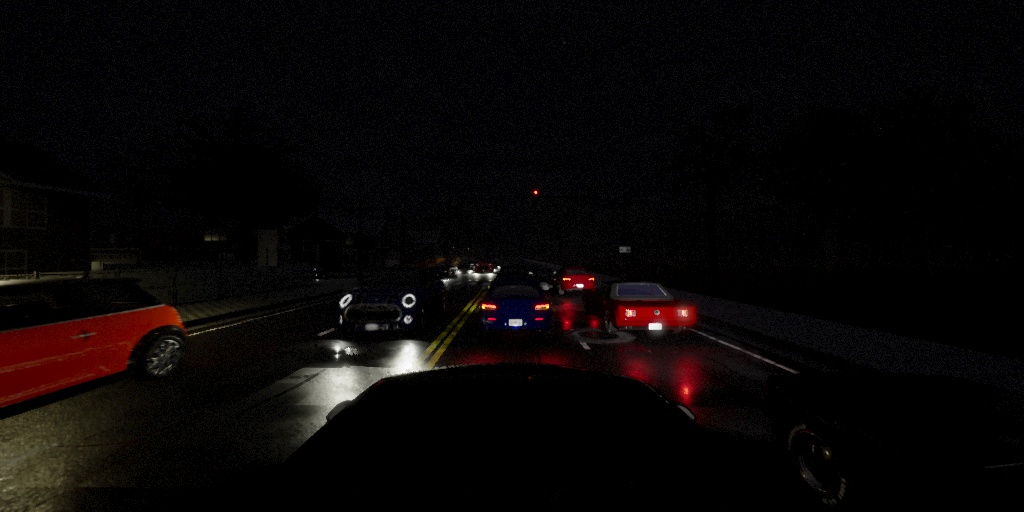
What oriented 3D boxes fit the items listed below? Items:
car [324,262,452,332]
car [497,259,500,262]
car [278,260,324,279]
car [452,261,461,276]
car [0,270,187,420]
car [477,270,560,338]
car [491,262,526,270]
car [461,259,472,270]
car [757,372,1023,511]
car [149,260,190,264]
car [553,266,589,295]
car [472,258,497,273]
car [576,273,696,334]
[{"bbox_3d":[-3.345,1.101,10.794,2.097,1.767,4.553,0,0,0],"label":"car"},{"bbox_3d":[-3.311,1.296,55.361,1.994,1.385,4.181,0,0,0],"label":"car"},{"bbox_3d":[-18.198,1.131,30.372,4.553,1.767,2.097,0,0,0],"label":"car"},{"bbox_3d":[-6.584,1.296,34.422,2.033,1.411,5.357,0,0,0],"label":"car"},{"bbox_3d":[-6.600,1.101,4.149,2.097,1.767,4.553,0,0,0],"label":"car"},{"bbox_3d":[0.087,1.276,10.062,1.812,1.442,4.674,0,0,0],"label":"car"},{"bbox_3d":[0.066,1.255,19.324,1.837,1.490,4.892,0,0,0],"label":"car"},{"bbox_3d":[-6.565,1.242,51.014,1.837,1.490,4.892,0,0,0],"label":"car"},{"bbox_3d":[3.348,1.351,1.375,1.895,1.301,4.718,0,0,0],"label":"car"},{"bbox_3d":[-28.443,1.148,30.398,4.553,1.767,2.097,0,0,0],"label":"car"},{"bbox_3d":[3.319,1.276,19.651,1.812,1.442,4.674,0,0,0],"label":"car"},{"bbox_3d":[-3.324,1.094,43.728,2.097,1.767,4.553,0,0,0],"label":"car"},{"bbox_3d":[3.340,1.351,10.543,1.895,1.301,4.718,0,0,0],"label":"car"}]
